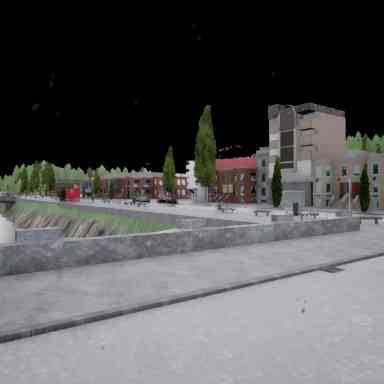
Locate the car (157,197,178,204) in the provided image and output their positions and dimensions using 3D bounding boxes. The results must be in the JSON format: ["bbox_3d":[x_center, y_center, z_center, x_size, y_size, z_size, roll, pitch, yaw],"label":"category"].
[{"bbox_3d":[-4.574,1.601,60.735,1.895,1.301,4.718,0,0,-35],"label":"car"}]

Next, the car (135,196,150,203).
[{"bbox_3d":[-10.377,1.561,68.869,1.994,1.385,4.181,0,0,-35],"label":"car"}]
